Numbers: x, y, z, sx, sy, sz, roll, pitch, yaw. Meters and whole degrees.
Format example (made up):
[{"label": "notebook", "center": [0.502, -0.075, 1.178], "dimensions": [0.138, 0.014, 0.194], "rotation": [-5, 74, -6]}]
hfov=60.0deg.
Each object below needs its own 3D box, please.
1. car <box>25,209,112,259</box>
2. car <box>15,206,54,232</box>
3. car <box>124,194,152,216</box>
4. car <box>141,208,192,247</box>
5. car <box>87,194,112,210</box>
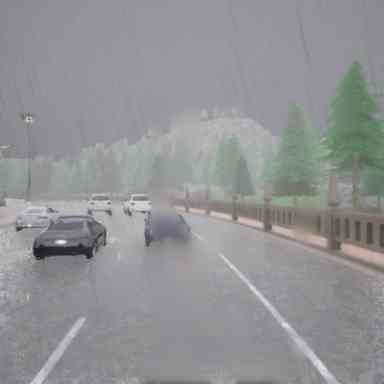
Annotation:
[{"label": "car", "center": [-4.462, 1.586, 12.728], "dimensions": [1.994, 1.385, 4.181], "rotation": [0, 0, -7]}, {"label": "car", "center": [-9.320, 1.568, 20.344], "dimensions": [1.812, 1.442, 4.674], "rotation": [0, 0, -12]}, {"label": "car", "center": [-5.413, 1.257, 32.895], "dimensions": [2.150, 2.045, 5.566], "rotation": [0, 0, -18]}, {"label": "car", "center": [-1.251, 1.613, 15.276], "dimensions": [1.895, 1.301, 4.718], "rotation": [0, 0, -8]}, {"label": "car", "center": [-9.639, 1.272, 34.483], "dimensions": [2.150, 2.045, 5.566], "rotation": [0, 0, -19]}]
